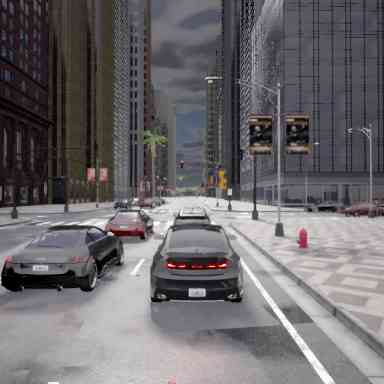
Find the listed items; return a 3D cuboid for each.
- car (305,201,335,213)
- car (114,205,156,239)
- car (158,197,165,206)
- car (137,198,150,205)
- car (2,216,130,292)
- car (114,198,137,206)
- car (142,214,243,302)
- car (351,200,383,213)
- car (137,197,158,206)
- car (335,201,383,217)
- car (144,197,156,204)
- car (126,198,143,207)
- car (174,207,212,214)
[{"bbox_3d":[15.139,1.663,37.798,4.313,1.339,1.947,0,0,-1],"label":"car"},{"bbox_3d":[-3.170,1.602,17.409,1.994,1.385,4.181,0,0,0],"label":"car"},{"bbox_3d":[-6.643,1.656,60.106,2.097,1.767,4.553,0,0,0],"label":"car"},{"bbox_3d":[-9.837,1.927,67.780,1.994,1.385,4.181,0,0,1],"label":"car"},{"bbox_3d":[-3.166,1.576,9.010,1.994,1.385,4.181,0,0,1],"label":"car"},{"bbox_3d":[-9.908,1.768,48.339,2.033,1.411,5.357,0,0,0],"label":"car"},{"bbox_3d":[0.091,1.515,8.234,1.837,1.490,4.892,0,0,0],"label":"car"},{"bbox_3d":[20.779,1.644,37.892,4.313,1.339,1.947,0,0,-1],"label":"car"},{"bbox_3d":[-6.657,1.710,50.068,1.882,1.535,5.008,0,0,0],"label":"car"},{"bbox_3d":[15.280,1.578,29.274,4.206,1.307,1.802,0,0,-1],"label":"car"},{"bbox_3d":[-9.847,1.991,78.374,2.033,1.411,5.357,0,0,0],"label":"car"},{"bbox_3d":[-9.903,1.779,57.894,2.128,1.511,4.902,0,0,0],"label":"car"},{"bbox_3d":[0.028,1.530,17.556,2.128,1.511,4.902,0,0,0],"label":"car"}]
